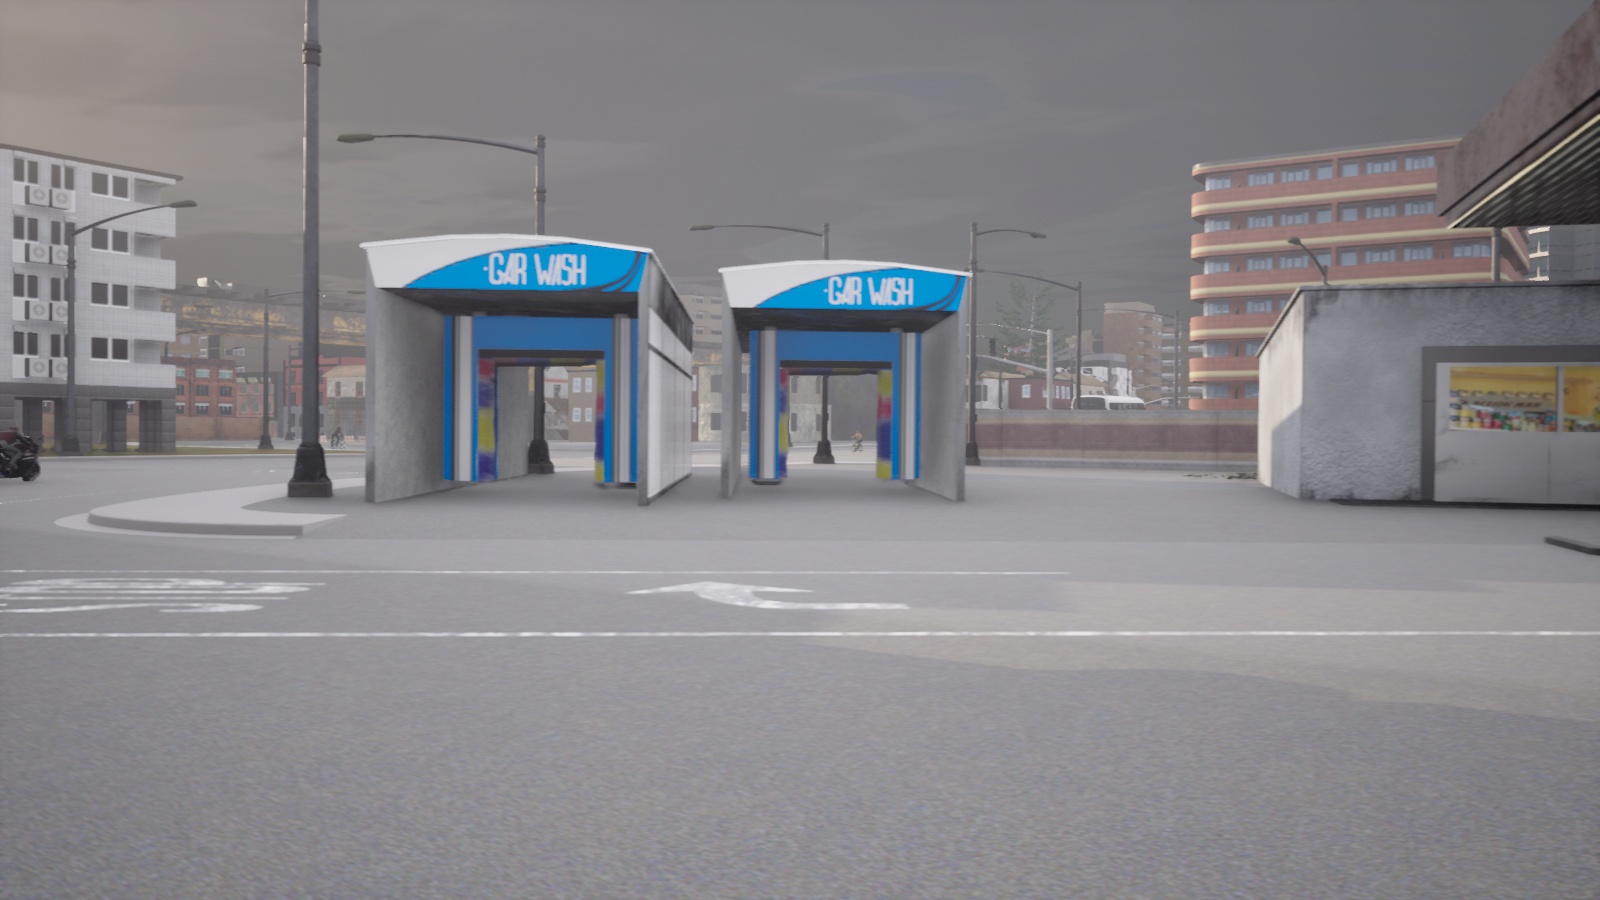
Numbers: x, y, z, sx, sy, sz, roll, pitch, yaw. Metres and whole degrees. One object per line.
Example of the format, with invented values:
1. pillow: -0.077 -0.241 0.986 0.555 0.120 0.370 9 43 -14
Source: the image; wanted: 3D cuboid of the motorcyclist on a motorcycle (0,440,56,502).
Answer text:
1. motorcyclist on a motorcycle: -20.334 0.508 32.481 0.866 1.530 2.191 0 1 0
